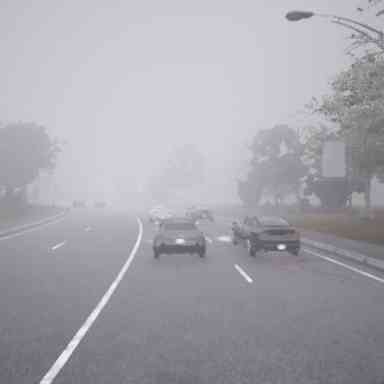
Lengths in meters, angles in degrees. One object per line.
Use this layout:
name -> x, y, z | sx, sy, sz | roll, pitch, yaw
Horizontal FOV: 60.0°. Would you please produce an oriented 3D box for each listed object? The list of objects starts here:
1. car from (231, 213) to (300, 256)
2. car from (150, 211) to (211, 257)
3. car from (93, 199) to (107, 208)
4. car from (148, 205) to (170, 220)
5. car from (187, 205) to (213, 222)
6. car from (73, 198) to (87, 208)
car -> 2.901, 1.661, 13.943 | 1.837, 1.490, 4.892 | 0, 0, -5
car -> -0.587, 1.713, 13.666 | 1.994, 1.385, 4.181 | 0, -1, -5
car -> -16.821, 2.110, 60.776 | 1.882, 1.535, 5.008 | 1, -1, -24
car -> -2.819, 1.839, 29.075 | 1.812, 1.442, 4.674 | 0, 0, -11
car -> 0.624, 1.850, 29.697 | 1.812, 1.442, 4.674 | 0, 0, -11
car -> -20.262, 1.965, 59.958 | 2.097, 1.767, 4.553 | 0, -1, -24
